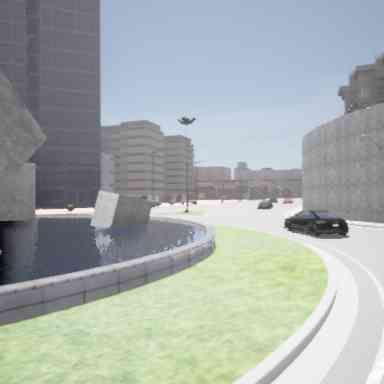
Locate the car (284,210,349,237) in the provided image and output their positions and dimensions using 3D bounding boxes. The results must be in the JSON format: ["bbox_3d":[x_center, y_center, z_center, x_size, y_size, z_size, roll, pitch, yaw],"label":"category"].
[{"bbox_3d":[7.072,1.735,19.319,1.994,1.385,4.181,0,-1,-12],"label":"car"}]

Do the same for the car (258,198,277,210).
[{"bbox_3d":[11.898,2.087,53.527,1.994,1.385,4.181,-1,-1,21],"label":"car"}]

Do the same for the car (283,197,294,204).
[{"bbox_3d":[23.988,2.120,82.666,2.097,1.767,4.553,-1,-1,23],"label":"car"}]

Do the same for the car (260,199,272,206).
[{"bbox_3d":[16.567,2.315,74.107,1.895,1.301,4.718,-1,-1,23],"label":"car"}]

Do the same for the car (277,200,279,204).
[{"bbox_3d":[20.453,2.238,83.290,1.837,1.490,4.892,-1,-1,23],"label":"car"}]
